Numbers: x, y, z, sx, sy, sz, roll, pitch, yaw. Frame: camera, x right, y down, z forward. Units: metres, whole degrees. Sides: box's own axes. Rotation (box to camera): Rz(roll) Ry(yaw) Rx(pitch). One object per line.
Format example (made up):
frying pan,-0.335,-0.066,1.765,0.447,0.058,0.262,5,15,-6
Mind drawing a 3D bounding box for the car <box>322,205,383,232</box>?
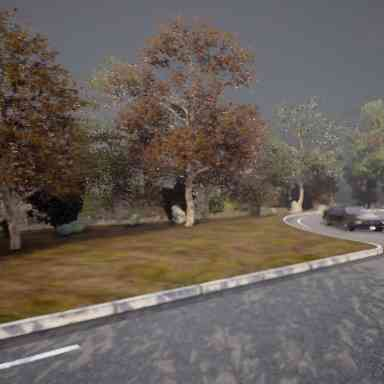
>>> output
car,9.663,1.529,20.301,2.033,1.411,5.357,0,0,2
